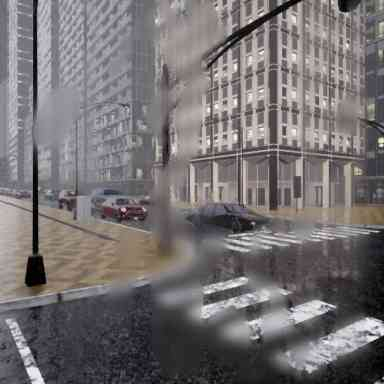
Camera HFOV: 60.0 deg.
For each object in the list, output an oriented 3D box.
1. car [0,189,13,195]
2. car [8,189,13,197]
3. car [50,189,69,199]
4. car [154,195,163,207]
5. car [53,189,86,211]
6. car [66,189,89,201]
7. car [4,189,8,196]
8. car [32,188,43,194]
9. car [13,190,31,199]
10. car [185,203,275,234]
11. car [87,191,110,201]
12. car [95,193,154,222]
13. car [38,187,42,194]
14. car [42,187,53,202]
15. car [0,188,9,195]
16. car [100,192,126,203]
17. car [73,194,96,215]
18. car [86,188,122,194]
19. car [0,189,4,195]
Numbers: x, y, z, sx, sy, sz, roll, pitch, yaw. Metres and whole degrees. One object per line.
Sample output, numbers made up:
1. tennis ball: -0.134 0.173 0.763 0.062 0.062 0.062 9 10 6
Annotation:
1. car: -40.283 0.016 72.100 1.947 1.339 4.313 1 0 -36
2. car: -30.554 0.321 58.498 2.008 1.369 4.403 1 0 -36
3. car: -23.132 0.329 58.050 1.882 1.535 5.008 0 1 -36
4. car: -4.318 0.982 36.221 1.802 1.307 4.206 1 0 -36
5. car: -11.090 0.729 31.295 2.192 1.841 5.009 1 0 -36
6. car: -17.187 0.400 49.737 2.097 1.767 4.553 0 1 -36
7. car: -33.797 0.208 63.032 1.887 1.381 4.507 1 0 -36
8. car: -40.002 -0.213 86.112 1.947 1.339 4.313 1 0 -36
9. car: -27.311 0.422 53.965 1.887 1.381 4.507 1 0 -36
10. car: 1.816 1.311 17.896 2.033 1.411 5.357 0 1 -39
11. car: -14.050 0.644 49.829 1.947 1.339 4.313 1 0 -36
12. car: -4.608 1.069 22.228 1.967 1.590 4.097 1 0 -36
13. car: -33.514 -0.020 77.041 1.887 1.381 4.507 1 0 -36
14. car: -19.531 0.410 47.659 2.097 1.767 4.553 0 1 -35
15. car: -43.526 -0.112 76.633 1.887 1.381 4.507 1 0 -36
16. car: -10.903 0.707 45.432 1.752 1.417 4.829 1 0 -36
17. car: -7.855 1.103 26.762 1.802 1.307 4.206 1 0 -36
18. car: -7.673 0.676 30.939 2.150 2.045 5.566 0 1 -36
19. car: -37.040 0.107 67.566 2.008 1.369 4.403 1 0 -36
